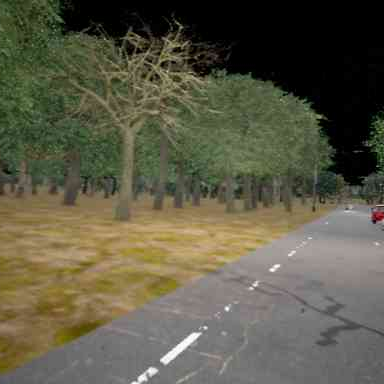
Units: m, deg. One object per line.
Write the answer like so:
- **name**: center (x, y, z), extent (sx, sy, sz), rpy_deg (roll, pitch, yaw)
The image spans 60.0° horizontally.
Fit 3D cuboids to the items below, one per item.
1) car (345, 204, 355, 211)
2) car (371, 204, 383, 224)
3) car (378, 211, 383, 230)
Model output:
- **car**: center (36.076, 3.505, 75.869), extent (2.128, 1.511, 4.902), rpy_deg (2, 0, 26)
- **car**: center (20.460, 2.361, 35.428), extent (2.150, 2.045, 5.566), rpy_deg (2, 0, 26)
- **car**: center (15.713, 2.471, 25.534), extent (1.895, 1.301, 4.718), rpy_deg (2, -1, 26)
